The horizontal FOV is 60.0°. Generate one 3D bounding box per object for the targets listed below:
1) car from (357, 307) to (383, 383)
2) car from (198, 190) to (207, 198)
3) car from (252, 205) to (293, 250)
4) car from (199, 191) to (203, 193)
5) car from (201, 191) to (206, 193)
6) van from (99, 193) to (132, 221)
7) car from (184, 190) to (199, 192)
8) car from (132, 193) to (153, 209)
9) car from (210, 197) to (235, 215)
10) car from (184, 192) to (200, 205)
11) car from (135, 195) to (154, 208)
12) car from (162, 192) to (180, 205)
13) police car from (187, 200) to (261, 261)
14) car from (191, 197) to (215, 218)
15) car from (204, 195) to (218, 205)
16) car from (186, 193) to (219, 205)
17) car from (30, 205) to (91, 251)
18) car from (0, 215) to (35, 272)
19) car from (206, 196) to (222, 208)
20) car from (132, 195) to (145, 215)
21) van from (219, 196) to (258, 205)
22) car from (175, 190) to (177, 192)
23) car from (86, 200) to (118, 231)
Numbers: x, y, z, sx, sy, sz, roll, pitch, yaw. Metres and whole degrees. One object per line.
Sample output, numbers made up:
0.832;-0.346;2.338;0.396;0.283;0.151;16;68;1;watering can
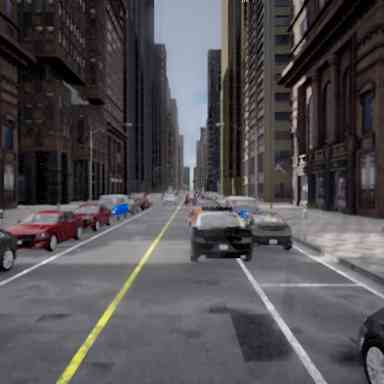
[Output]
2.759;1.528;2.151;2.008;1.369;4.403;0;1;0;car
2.592;0.536;86.427;2.192;1.841;5.009;0;0;0;car
2.737;1.423;13.388;2.008;1.369;4.403;0;1;0;car
2.637;0.981;63.956;1.947;1.339;4.313;0;0;0;car
2.659;1.036;52.888;1.752;1.417;4.829;0;1;0;car
-5.810;1.113;24.595;1.690;1.788;3.998;0;1;0;van
-0.122;0.909;62.167;1.882;1.535;5.008;0;0;0;car
-5.832;0.984;35.831;2.192;1.841;5.009;0;1;0;car
2.703;1.241;30.414;1.752;1.417;4.829;0;1;0;car
-0.080;1.081;48.002;1.812;1.442;4.674;0;1;0;car
-5.843;1.144;41.281;1.752;1.417;4.829;0;1;0;car
-3.114;1.091;46.971;1.812;1.442;4.674;0;0;0;car
0.877;1.312;11.861;1.930;1.638;5.238;0;1;0;police car
0.846;1.247;27.751;1.837;1.490;4.892;0;1;0;car
2.670;1.145;47.100;1.802;1.307;4.206;0;1;0;car
0.857;1.147;21.720;2.097;1.767;4.553;0;1;0;car
-5.788;1.420;13.361;1.887;1.381;4.507;0;1;0;car
-5.777;1.478;7.748;2.008;1.369;4.403;0;1;0;car
2.682;1.196;41.482;1.802;1.307;4.206;0;1;0;car
-5.821;1.271;30.215;2.008;1.369;4.403;0;1;0;car
2.726;1.161;19.005;1.690;1.788;3.998;0;1;0;van
-5.943;0.721;92.015;1.887;1.381;4.507;0;0;0;car
-5.799;1.368;18.978;1.887;1.381;4.507;0;1;0;car
